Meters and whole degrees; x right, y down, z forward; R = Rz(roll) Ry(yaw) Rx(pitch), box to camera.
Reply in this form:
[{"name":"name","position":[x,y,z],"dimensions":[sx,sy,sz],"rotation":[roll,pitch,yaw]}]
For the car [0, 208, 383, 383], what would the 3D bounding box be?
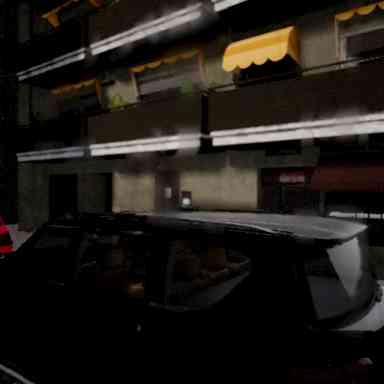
[{"name":"car","position":[-0.738,1.219,3.912],"dimensions":[5.566,2.045,2.150],"rotation":[0,0,35]}]
